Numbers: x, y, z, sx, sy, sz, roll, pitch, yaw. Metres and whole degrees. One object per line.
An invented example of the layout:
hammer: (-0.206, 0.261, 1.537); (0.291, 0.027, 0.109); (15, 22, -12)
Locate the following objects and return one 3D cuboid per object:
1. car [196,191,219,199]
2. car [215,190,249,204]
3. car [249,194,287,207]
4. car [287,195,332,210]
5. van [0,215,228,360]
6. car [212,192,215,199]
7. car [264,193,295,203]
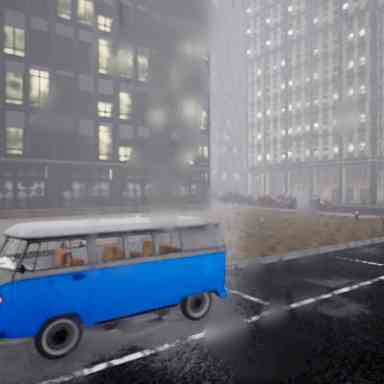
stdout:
car: (2.876, 0.566, 61.929); (1.947, 1.339, 4.313); (1, 0, -36)
car: (5.856, 0.668, 43.399); (2.192, 1.841, 5.009); (1, 0, -36)
car: (9.097, 1.042, 38.870); (1.802, 1.307, 4.206); (1, 0, -36)
car: (12.349, 1.008, 34.339); (1.967, 1.590, 4.097); (1, 0, -36)
van: (-1.254, 1.336, 5.665); (3.998, 1.788, 1.690); (0, 0, -36)
car: (5.406, 0.785, 48.465); (1.812, 1.442, 4.674); (0, 1, -36)
car: (12.623, 0.904, 48.333); (1.802, 1.307, 4.206); (1, 0, -36)
